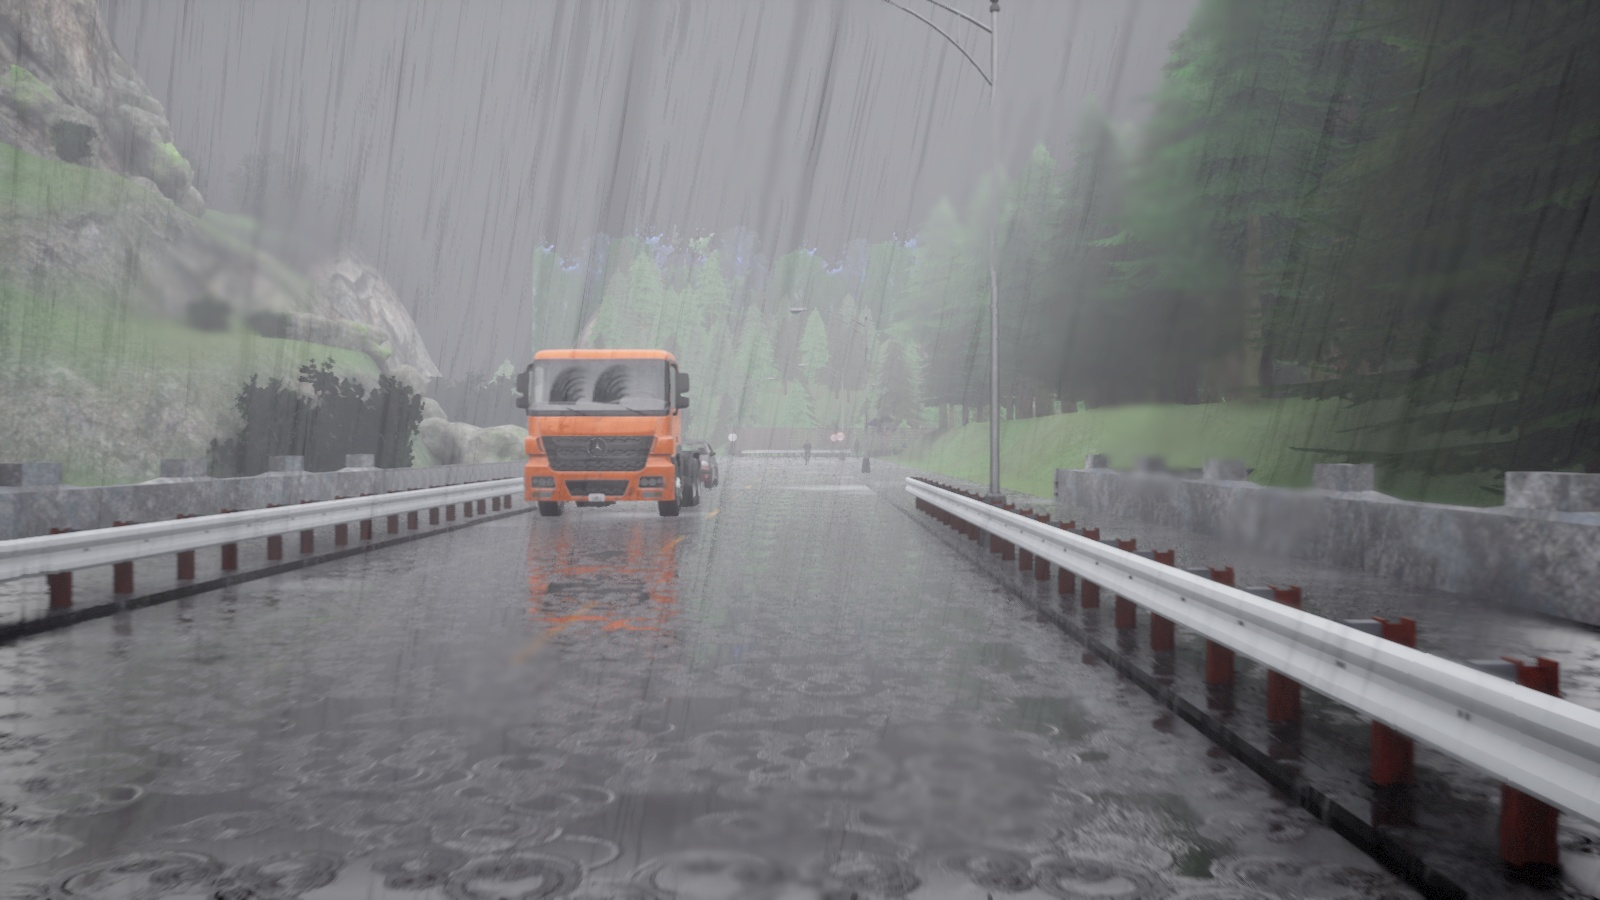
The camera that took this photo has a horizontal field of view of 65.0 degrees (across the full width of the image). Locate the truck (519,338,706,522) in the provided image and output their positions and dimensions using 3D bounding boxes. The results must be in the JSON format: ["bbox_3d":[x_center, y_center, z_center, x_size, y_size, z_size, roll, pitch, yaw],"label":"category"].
[{"bbox_3d":[-3.822,-0.394,27.582,2.891,3.462,7.936,0,0,0],"label":"truck"}]

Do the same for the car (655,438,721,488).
[{"bbox_3d":[-3.735,0.403,42.378,1.851,1.617,3.988,0,0,0],"label":"car"}]
